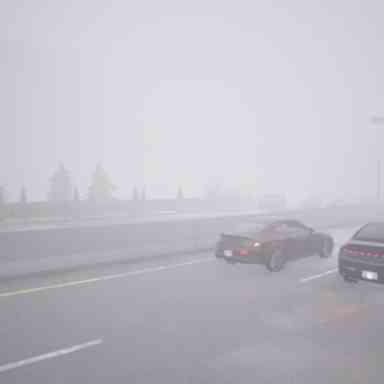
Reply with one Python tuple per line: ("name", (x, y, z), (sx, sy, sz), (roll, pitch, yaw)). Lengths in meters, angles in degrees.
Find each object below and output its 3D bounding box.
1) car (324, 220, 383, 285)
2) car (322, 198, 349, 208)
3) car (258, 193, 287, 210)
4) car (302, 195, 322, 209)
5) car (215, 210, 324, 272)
("car", (5.517, 1.469, 8.508), (4.892, 1.490, 1.837), (0, 0, -41))
("car", (16.691, 1.433, 37.976), (2.033, 1.411, 5.357), (0, 0, 32))
("car", (9.867, 1.147, 40.289), (2.150, 2.045, 5.566), (0, 0, 32))
("car", (15.860, 1.239, 43.599), (2.097, 1.767, 4.553), (0, 0, 29))
("car", (2.745, 1.506, 10.705), (4.674, 1.442, 1.812), (0, 0, -41))
